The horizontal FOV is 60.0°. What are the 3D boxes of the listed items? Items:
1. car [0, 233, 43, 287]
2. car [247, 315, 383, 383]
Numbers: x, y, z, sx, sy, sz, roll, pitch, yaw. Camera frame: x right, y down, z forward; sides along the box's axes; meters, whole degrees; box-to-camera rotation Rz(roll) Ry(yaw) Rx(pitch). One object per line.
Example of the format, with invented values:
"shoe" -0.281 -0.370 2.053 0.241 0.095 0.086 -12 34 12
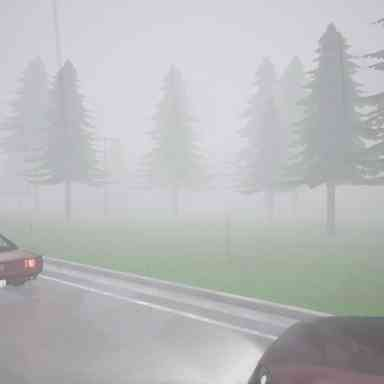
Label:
"car" -5.751 1.601 8.085 4.718 1.301 1.895 0 0 35
"car" 2.458 1.564 2.239 4.181 1.385 1.994 0 0 36
